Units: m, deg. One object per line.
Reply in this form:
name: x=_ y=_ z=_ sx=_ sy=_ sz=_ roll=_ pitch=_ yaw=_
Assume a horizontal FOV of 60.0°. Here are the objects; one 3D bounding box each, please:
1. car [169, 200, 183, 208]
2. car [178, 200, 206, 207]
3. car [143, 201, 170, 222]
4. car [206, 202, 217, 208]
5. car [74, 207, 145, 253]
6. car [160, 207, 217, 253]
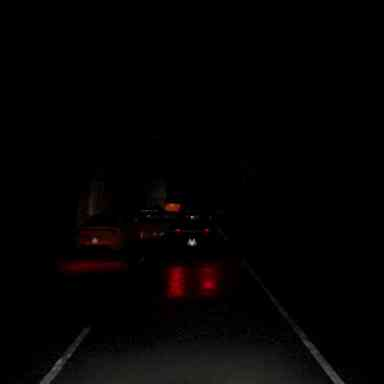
car: x=-1.678 y=1.747 z=42.378 sx=2.097 sy=1.767 sz=4.553 roll=0 pitch=-1 yaw=19
car: x=0.031 y=1.783 z=29.298 sx=1.837 sy=1.490 sz=4.892 roll=0 pitch=0 yaw=1
car: x=-3.470 y=1.767 z=29.293 sx=2.128 sy=1.511 sz=4.902 roll=0 pitch=0 yaw=1
car: x=1.605 y=1.933 z=41.191 sx=2.033 sy=1.411 sz=5.357 roll=0 pitch=-1 yaw=19
car: x=-3.493 y=1.614 z=14.466 sx=1.882 sy=1.535 sz=5.008 roll=0 pitch=0 yaw=0
car: x=0.006 y=1.627 z=14.291 sx=2.128 sy=1.511 sz=4.902 roll=0 pitch=0 yaw=0
